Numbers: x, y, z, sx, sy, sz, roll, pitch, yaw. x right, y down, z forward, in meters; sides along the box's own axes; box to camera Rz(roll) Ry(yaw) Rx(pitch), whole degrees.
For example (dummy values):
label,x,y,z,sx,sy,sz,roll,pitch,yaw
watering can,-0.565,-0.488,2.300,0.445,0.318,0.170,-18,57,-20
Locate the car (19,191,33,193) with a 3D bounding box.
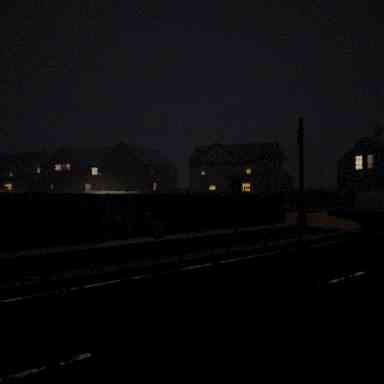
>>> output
label,x,y,z,sx,sy,sz,roll,pitch,yaw
car,-17.147,0.694,34.348,4.902,1.511,2.128,0,1,19
